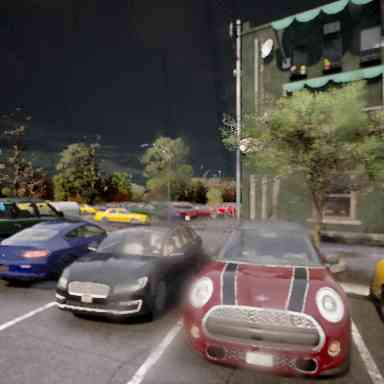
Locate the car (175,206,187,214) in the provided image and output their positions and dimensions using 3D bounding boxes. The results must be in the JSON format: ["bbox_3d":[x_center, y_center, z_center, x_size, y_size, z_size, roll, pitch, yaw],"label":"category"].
[{"bbox_3d":[-3.400,2.505,36.924,4.674,1.452,2.002,1,-1,15],"label":"car"}]

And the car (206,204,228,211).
[{"bbox_3d":[6.224,3.750,82.412,5.366,1.575,1.946,0,-2,14],"label":"car"}]

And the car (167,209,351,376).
[{"bbox_3d":[1.386,1.358,5.991,2.185,1.767,4.553,1,-1,16],"label":"car"}]

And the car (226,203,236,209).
[{"bbox_3d":[3.476,2.579,46.811,5.566,2.045,2.435,1,-1,15],"label":"car"}]

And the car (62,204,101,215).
[{"bbox_3d":[-16.614,2.553,50.013,5.366,1.575,1.946,0,-2,15],"label":"car"}]

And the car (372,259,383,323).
[{"bbox_3d":[3.741,1.482,4.062,1.946,1.575,5.366,1,-1,15],"label":"car"}]

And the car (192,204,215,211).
[{"bbox_3d":[2.701,3.602,77.553,4.792,1.488,2.163,0,-2,15],"label":"car"}]

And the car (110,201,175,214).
[{"bbox_3d":[-5.091,2.115,34.458,5.566,2.045,2.435,2,-1,15],"label":"car"}]

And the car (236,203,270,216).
[{"bbox_3d":[10.384,2.942,56.685,5.566,2.045,2.435,1,-1,15],"label":"car"}]

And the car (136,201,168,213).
[{"bbox_3d":[-7.510,2.780,62.890,5.566,2.045,2.435,0,-2,15],"label":"car"}]

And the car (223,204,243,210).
[{"bbox_3d":[11.037,4.023,89.819,5.008,1.535,2.097,0,-2,14],"label":"car"}]

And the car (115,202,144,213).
[{"bbox_3d":[-10.841,2.726,57.978,4.553,1.767,2.185,0,-2,15],"label":"car"}]

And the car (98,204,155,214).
[{"bbox_3d":[-6.678,2.261,31.930,5.366,1.575,1.946,2,-1,15],"label":"car"}]

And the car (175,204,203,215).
[{"bbox_3d":[-1.663,2.559,39.401,5.008,1.535,2.097,1,-1,15],"label":"car"}]

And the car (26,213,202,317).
[{"bbox_3d":[-1.032,1.480,7.684,2.231,1.521,4.892,1,-1,16],"label":"car"}]

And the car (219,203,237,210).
[{"bbox_3d":[9.410,3.807,87.357,4.553,1.767,2.185,0,-2,14],"label":"car"}]

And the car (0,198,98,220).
[{"bbox_3d":[-5.849,1.220,11.147,2.435,2.045,5.566,0,-1,16],"label":"car"}]

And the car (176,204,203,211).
[{"bbox_3d":[-0.530,3.389,72.619,5.366,1.575,1.946,0,-2,15],"label":"car"}]

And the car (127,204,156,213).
[{"bbox_3d":[-9.179,2.982,60.433,4.674,1.452,2.002,0,-2,15],"label":"car"}]

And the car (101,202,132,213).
[{"bbox_3d":[-12.595,2.636,55.556,4.553,1.767,2.185,0,-2,15],"label":"car"}]

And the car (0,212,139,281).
[{"bbox_3d":[-3.442,1.515,9.397,2.002,1.452,4.674,0,-1,15],"label":"car"}]

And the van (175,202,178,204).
[{"bbox_3d":[-5.674,2.896,65.303,4.442,1.987,1.878,0,-2,15],"label":"van"}]

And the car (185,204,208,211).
[{"bbox_3d":[0.951,3.512,75.114,4.792,1.488,2.163,0,-2,15],"label":"car"}]

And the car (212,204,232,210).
[{"bbox_3d":[7.722,3.844,84.902,4.892,1.521,2.231,0,-2,14],"label":"car"}]

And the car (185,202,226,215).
[{"bbox_3d":[1.755,2.614,44.356,4.553,1.767,2.185,1,-1,15],"label":"car"}]

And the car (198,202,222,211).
[{"bbox_3d":[4.336,3.411,80.017,5.566,2.045,2.435,0,-2,15],"label":"car"}]

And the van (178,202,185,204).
[{"bbox_3d":[-3.982,2.986,67.751,4.442,1.987,1.878,0,-2,15],"label":"van"}]

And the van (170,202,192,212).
[{"bbox_3d":[-2.289,3.076,70.200,4.442,1.987,1.878,0,-2,15],"label":"van"}]
